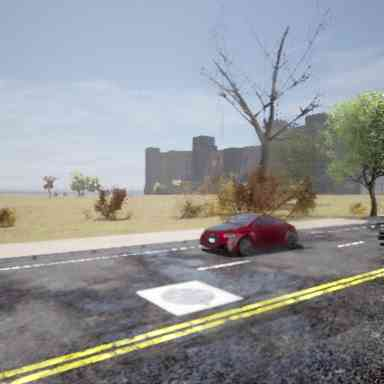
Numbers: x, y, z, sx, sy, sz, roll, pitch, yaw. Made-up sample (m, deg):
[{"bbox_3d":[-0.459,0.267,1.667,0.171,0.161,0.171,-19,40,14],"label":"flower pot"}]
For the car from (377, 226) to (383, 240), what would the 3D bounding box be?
[{"bbox_3d":[10.568,1.584,15.088,5.357,1.411,2.033,0,0,-35],"label":"car"}]

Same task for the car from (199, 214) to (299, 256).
[{"bbox_3d":[2.352,1.579,13.318,4.181,1.385,1.994,0,0,-35],"label":"car"}]
